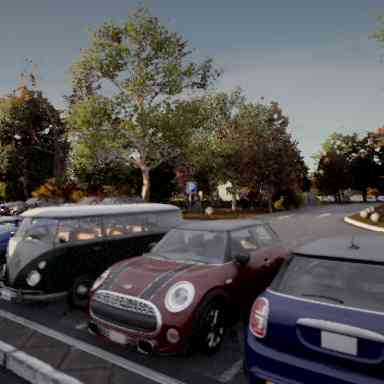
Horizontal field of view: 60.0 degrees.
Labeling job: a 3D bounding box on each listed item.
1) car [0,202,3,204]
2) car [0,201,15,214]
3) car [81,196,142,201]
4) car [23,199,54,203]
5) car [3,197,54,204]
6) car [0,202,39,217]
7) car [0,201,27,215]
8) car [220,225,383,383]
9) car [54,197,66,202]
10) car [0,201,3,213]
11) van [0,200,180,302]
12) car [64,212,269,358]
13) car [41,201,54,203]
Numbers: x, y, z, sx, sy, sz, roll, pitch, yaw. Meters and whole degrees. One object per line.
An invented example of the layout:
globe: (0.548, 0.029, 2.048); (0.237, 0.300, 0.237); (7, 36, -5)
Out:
car: (-17.402, 1.816, 34.960); (2.163, 1.488, 4.792); (-1, 0, 35)
car: (-24.337, 1.881, 39.625); (1.946, 1.575, 5.366); (-1, 0, 35)
car: (-6.188, 1.400, 26.922); (2.435, 2.045, 5.566); (-1, 0, 35)
car: (-12.882, 1.727, 31.706); (2.097, 1.535, 5.008); (-1, 0, 35)
car: (-15.169, 1.505, 33.303); (2.435, 2.045, 5.566); (-1, 0, 35)
car: (-19.706, 1.849, 36.525); (2.163, 1.488, 4.792); (-1, 0, 35)
car: (-21.962, 1.851, 38.158); (2.097, 1.535, 5.008); (-1, 0, 35)
car: (2.529, 1.355, 4.680); (2.185, 1.767, 4.553); (-1, 0, 35)
car: (-8.358, 1.423, 28.463); (2.435, 2.045, 5.566); (-1, 0, 35)
car: (-26.501, 1.957, 41.388); (2.002, 1.452, 4.674); (-1, 0, 35)
van: (-2.092, 1.302, 7.858); (1.878, 1.987, 4.442); (-1, 0, 35)
car: (0.280, 1.379, 6.354); (2.185, 1.767, 4.553); (-1, 0, 35)
car: (-10.711, 1.741, 30.167); (2.002, 1.452, 4.674); (-1, 0, 35)
